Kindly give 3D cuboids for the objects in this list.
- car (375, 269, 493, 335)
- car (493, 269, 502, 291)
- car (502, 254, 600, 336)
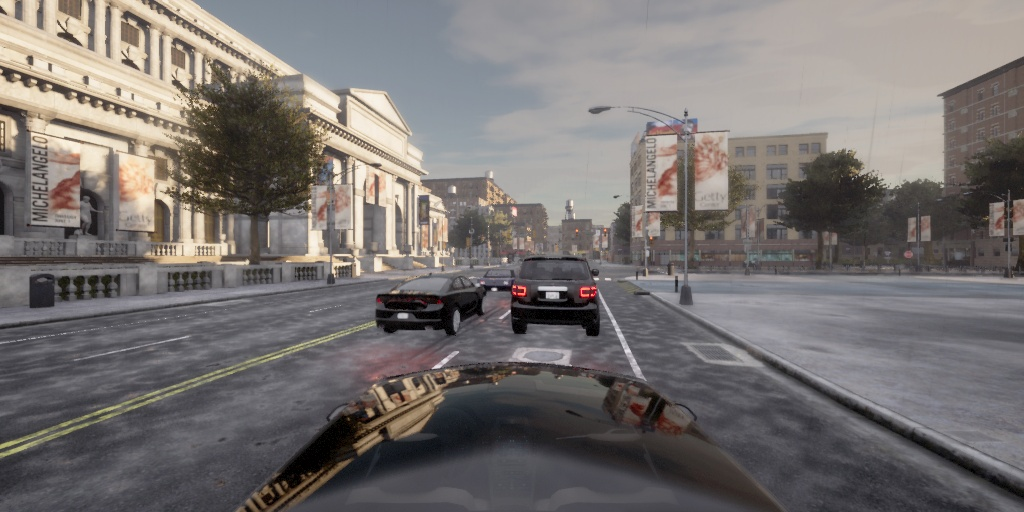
[{"bbox_3d":[-2.105,1.228,10.660,1.882,1.535,5.008,0,0,9],"label":"car"},{"bbox_3d":[-0.443,1.351,19.780,1.895,1.301,4.718,0,0,11],"label":"car"},{"bbox_3d":[1.382,0.971,10.644,2.150,2.045,5.566,0,0,10],"label":"car"}]
